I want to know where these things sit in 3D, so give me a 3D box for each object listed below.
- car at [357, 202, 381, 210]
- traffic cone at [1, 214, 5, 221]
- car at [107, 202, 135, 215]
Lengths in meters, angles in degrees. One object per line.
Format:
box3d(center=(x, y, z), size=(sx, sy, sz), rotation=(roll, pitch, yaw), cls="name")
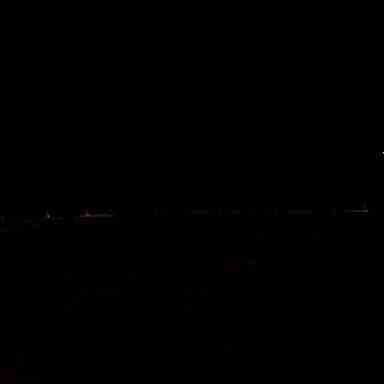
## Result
box3d(center=(32.578, 2.564, 61.195), size=(5.008, 1.535, 1.882), rotation=(1, -1, -28), cls="car")
box3d(center=(-15.992, 2.181, 28.154), size=(0.340, 0.580, 0.340), rotation=(0, -1, 11), cls="traffic cone")
box3d(center=(-7.953, 1.936, 40.300), size=(2.128, 1.511, 4.902), rotation=(0, -1, 39), cls="car")
